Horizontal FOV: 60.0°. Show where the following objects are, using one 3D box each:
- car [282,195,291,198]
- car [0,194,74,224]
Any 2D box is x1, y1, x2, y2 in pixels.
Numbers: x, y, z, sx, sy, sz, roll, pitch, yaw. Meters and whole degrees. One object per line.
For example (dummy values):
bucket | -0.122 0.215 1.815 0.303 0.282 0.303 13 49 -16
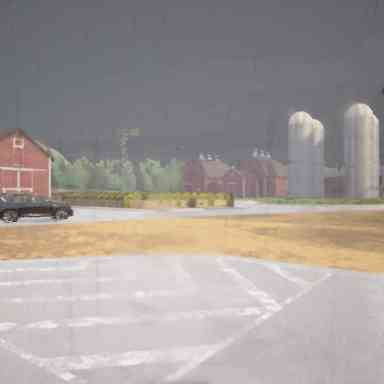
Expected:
car | 25.738 1.610 89.925 2.242 1.667 4.611 0 0 35
car | -11.558 1.140 24.113 5.566 2.045 2.150 0 0 -35
